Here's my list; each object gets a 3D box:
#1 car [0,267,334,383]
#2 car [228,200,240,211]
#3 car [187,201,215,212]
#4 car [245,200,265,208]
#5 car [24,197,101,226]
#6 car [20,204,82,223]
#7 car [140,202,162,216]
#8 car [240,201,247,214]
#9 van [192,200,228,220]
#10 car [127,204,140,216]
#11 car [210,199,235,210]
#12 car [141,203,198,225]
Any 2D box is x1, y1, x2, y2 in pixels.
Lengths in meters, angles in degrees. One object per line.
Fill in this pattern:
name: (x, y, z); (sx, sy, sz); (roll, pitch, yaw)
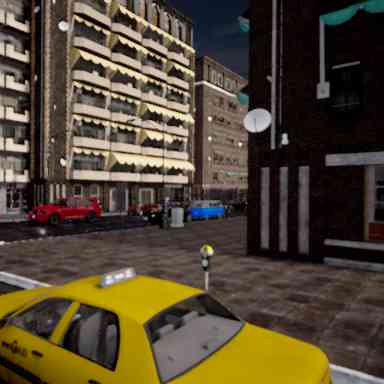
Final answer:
car: (-1.014, 1.539, 3.749); (4.829, 1.417, 1.752); (0, 1, 36)
car: (5.997, 1.944, 47.783); (2.128, 1.511, 4.902); (1, 0, 37)
car: (1.344, 1.968, 45.911); (1.802, 1.307, 4.206); (0, 0, 36)
car: (11.205, 2.103, 59.264); (1.802, 1.307, 4.206); (0, 0, 36)
car: (-9.864, 1.454, 26.370); (2.150, 2.045, 5.566); (1, 0, 36)
car: (-11.805, 1.755, 28.106); (2.008, 1.369, 4.403); (0, 0, 36)
car: (-2.724, 1.879, 36.033); (2.033, 1.411, 5.357); (1, 0, 36)
car: (8.081, 1.923, 40.927); (1.967, 1.590, 4.097); (0, 0, 36)
van: (1.507, 1.734, 32.024); (1.690, 1.788, 3.998); (0, 0, 36)
car: (-5.230, 1.841, 37.008); (1.887, 1.381, 4.507); (0, 0, 36)
car: (4.632, 1.872, 50.362); (1.967, 1.590, 4.097); (0, 0, 36)
car: (-1.781, 1.913, 27.572); (1.947, 1.339, 4.313); (0, 0, 36)
